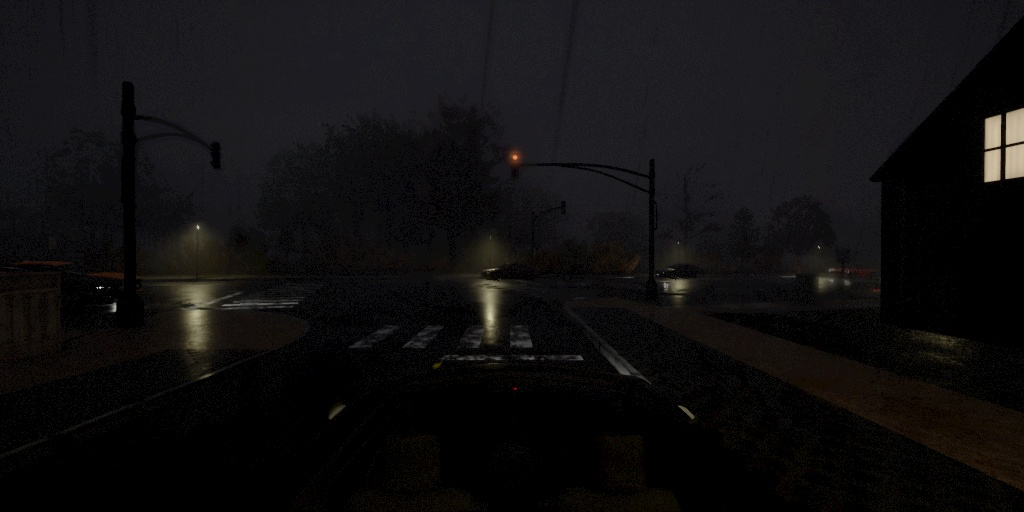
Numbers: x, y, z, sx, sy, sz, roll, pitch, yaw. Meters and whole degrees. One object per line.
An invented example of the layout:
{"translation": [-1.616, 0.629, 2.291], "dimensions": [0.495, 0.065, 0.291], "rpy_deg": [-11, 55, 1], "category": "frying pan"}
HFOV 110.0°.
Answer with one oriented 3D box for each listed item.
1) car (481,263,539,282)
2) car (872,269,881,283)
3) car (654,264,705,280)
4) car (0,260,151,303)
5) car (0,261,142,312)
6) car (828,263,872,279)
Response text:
{"translation": [-0.119, 1.272, 28.487], "dimensions": [4.674, 1.442, 1.812], "rpy_deg": [1, 0, -19], "category": "car"}
{"translation": [31.230, 1.803, 28.147], "dimensions": [4.674, 1.442, 1.812], "rpy_deg": [1, 0, -16], "category": "car"}
{"translation": [15.807, 1.495, 33.854], "dimensions": [4.892, 1.490, 1.837], "rpy_deg": [1, 0, -18], "category": "car"}
{"translation": [-18.328, 0.957, 14.409], "dimensions": [5.008, 1.535, 1.882], "rpy_deg": [1, 0, -21], "category": "car"}
{"translation": [-15.956, 1.019, 11.850], "dimensions": [4.902, 1.511, 2.128], "rpy_deg": [1, 0, -22], "category": "car"}
{"translation": [38.166, 1.683, 40.341], "dimensions": [4.553, 1.767, 2.097], "rpy_deg": [1, 0, -15], "category": "car"}
